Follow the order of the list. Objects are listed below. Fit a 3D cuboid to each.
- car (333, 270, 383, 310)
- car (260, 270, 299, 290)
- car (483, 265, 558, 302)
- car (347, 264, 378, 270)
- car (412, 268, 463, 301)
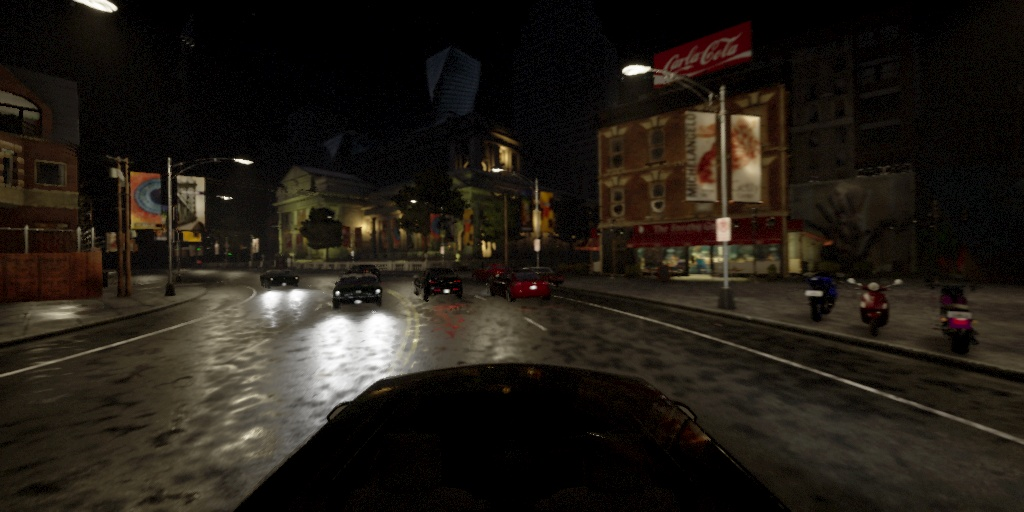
[{"bbox_3d":[-6.763,1.476,15.863,1.895,1.301,4.718,-1,0,-23],"label":"car"},{"bbox_3d":[-16.851,1.646,25.970,1.895,1.301,4.718,-1,0,-41],"label":"car"},{"bbox_3d":[0.242,1.333,17.255,1.994,1.385,4.181,-1,0,-20],"label":"car"},{"bbox_3d":[-13.956,1.515,33.343,1.837,1.490,4.892,0,0,-43],"label":"car"},{"bbox_3d":[-3.827,1.338,18.207,1.837,1.490,4.892,0,0,-22],"label":"car"}]
